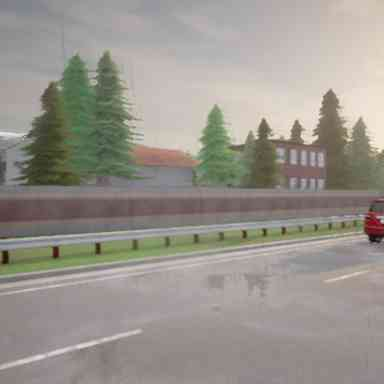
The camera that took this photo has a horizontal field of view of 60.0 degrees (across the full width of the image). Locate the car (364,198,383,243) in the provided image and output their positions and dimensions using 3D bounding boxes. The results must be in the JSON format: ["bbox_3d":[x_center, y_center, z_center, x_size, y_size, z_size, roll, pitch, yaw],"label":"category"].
[{"bbox_3d":[10.101,1.300,15.242,5.566,2.045,2.150,0,0,-35],"label":"car"}]
